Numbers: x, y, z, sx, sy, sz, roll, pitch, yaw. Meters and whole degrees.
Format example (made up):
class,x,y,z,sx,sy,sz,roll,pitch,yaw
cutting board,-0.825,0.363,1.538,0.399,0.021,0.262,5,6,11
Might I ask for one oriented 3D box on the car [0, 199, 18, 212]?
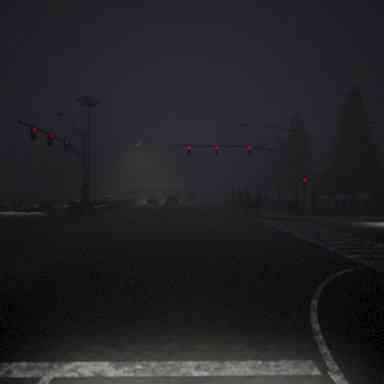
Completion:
class,x,y,z,sx,sy,sz,roll,pitch,yaw
car,-21.104,1.529,39.437,1.812,1.442,4.674,0,0,0

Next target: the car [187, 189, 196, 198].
class,x,y,z,sx,sy,sz,roll,pitch,yaw
car,-0.174,0.303,77.444,2.033,1.411,5.357,0,7,0

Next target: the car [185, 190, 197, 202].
class,x,y,z,sx,sy,sz,roll,pitch,yaw
car,-0.114,0.794,67.019,2.150,2.045,5.566,0,3,0

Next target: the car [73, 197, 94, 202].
class,x,y,z,sx,sy,sz,roll,pitch,yaw
car,-17.627,1.504,55.456,1.812,1.442,4.674,0,1,0

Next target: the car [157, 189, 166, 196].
class,x,y,z,sx,sy,sz,roll,pitch,yaw
car,-7.180,0.123,78.549,1.882,1.535,5.008,0,7,0

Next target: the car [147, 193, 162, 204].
class,x,y,z,sx,sy,sz,roll,pitch,yaw
car,-6.974,1.452,59.821,1.994,1.385,4.181,0,2,0

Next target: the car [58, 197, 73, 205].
class,x,y,z,sx,sy,sz,roll,pitch,yaw
car,-21.122,1.496,57.245,2.033,1.411,5.357,0,1,0

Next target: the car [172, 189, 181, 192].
class,x,y,z,sx,sy,sz,roll,pitch,yaw
car,-3.679,0.020,78.352,2.097,1.767,4.553,0,7,0

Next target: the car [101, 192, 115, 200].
class,x,y,z,sx,sy,sz,roll,pitch,yaw
car,-17.633,0.813,70.282,1.812,1.442,4.674,0,3,0

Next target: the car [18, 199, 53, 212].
class,x,y,z,sx,sy,sz,roll,pitch,yaw
car,-17.608,1.529,38.166,1.812,1.442,4.674,0,0,0

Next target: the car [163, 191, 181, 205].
class,x,y,z,sx,sy,sz,roll,pitch,yaw
car,-3.468,1.269,58.802,2.097,1.767,4.553,0,1,0
